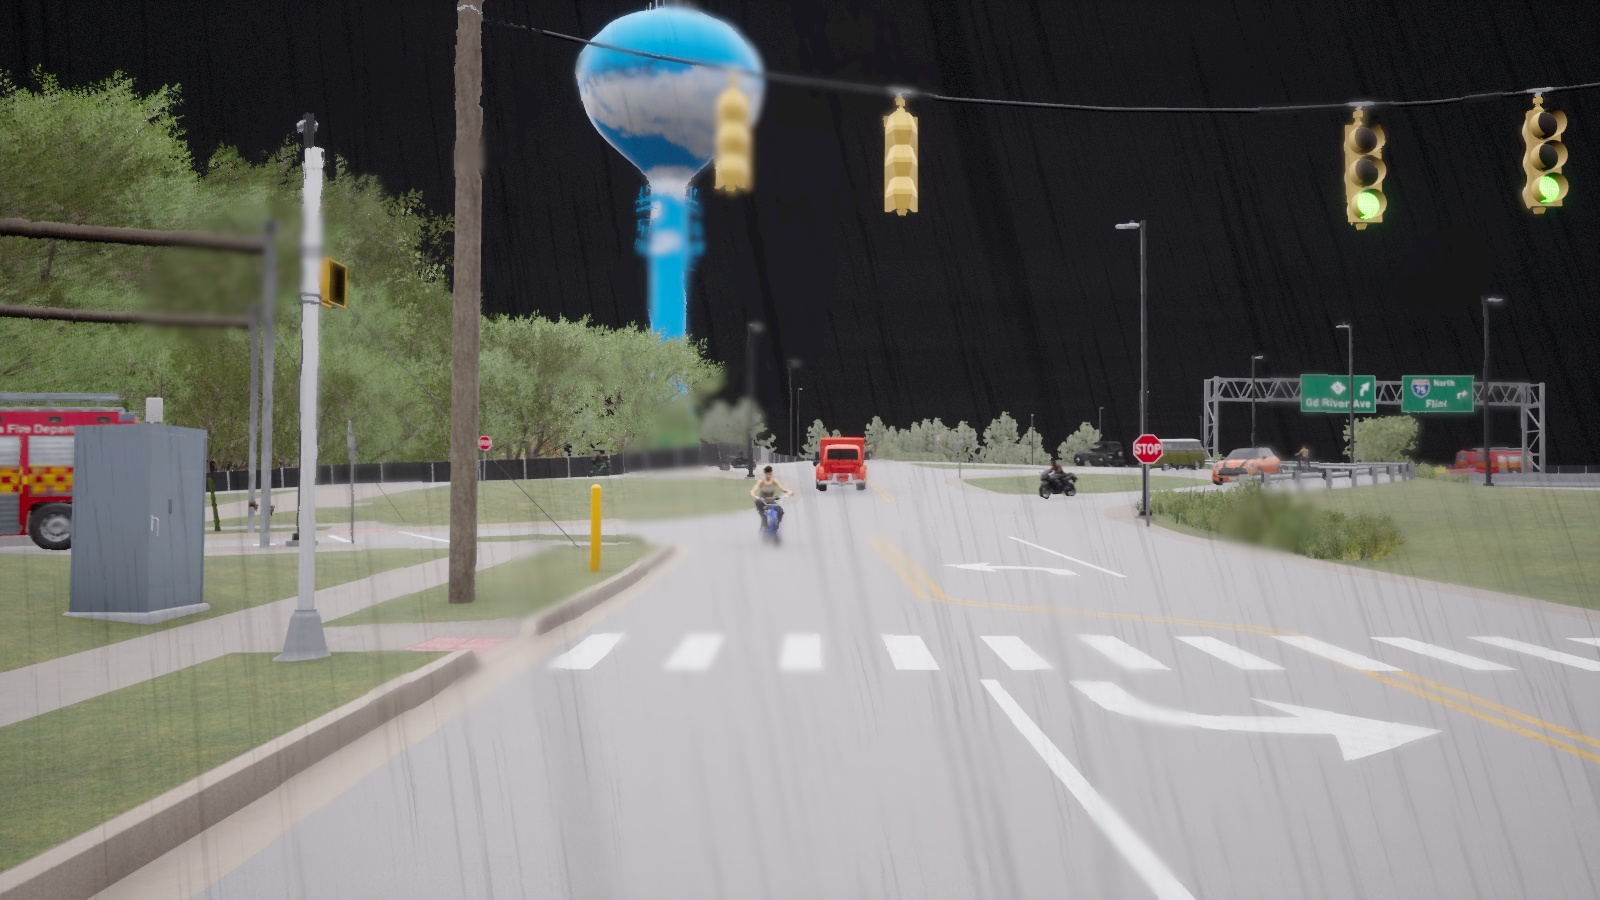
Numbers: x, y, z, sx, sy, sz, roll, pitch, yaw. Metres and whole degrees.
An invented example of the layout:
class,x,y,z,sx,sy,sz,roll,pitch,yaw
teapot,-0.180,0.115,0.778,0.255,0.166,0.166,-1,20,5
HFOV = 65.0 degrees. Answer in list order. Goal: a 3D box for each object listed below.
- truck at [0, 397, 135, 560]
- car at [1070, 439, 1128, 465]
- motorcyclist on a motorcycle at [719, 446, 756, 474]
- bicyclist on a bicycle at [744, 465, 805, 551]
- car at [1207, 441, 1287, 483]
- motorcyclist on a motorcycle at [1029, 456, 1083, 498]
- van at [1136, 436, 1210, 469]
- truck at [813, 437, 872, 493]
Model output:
class,x,y,z,sx,sy,sz,roll,pitch,yaw
truck,-20.822,0.745,30.107,8.468,3.827,2.891,-1,-2,-25
car,22.022,0.128,92.518,1.905,1.878,3.866,1,0,-33
motorcyclist on a motorcycle,-4.064,0.645,81.529,2.350,1.649,0.766,-3,0,-3
bicyclist on a bicycle,-0.530,1.125,24.924,0.866,1.612,1.509,-2,0,-13
car,20.568,0.531,57.722,2.097,1.767,4.553,-2,0,37
motorcyclist on a motorcycle,9.978,1.057,48.853,2.044,1.523,0.797,-2,-1,-34
van,23.299,0.120,78.362,4.442,1.987,1.775,-1,1,-28
truck,1.988,0.645,59.112,2.627,2.467,5.204,0,1,2
